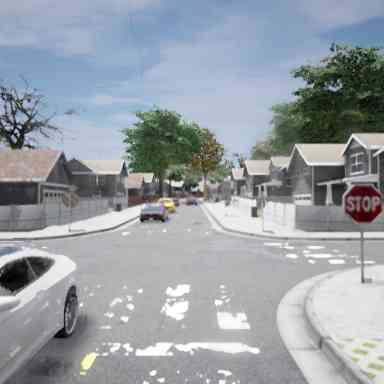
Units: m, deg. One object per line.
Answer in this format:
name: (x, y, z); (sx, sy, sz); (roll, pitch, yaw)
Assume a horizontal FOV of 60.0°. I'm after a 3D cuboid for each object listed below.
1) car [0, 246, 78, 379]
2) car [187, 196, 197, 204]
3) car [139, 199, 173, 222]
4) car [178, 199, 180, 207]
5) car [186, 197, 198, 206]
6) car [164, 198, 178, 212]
car: (-2.752, 1.442, 3.845); (1.812, 1.442, 4.674); (0, 0, 0)
car: (-0.070, 1.566, 65.616); (1.895, 1.301, 4.718); (0, 0, 0)
car: (-2.869, 1.527, 26.107); (2.033, 1.411, 5.357); (0, 0, 0)
car: (-2.884, 1.529, 49.689); (1.994, 1.385, 4.181); (0, 0, 0)
car: (-0.059, 1.513, 55.163); (2.033, 1.411, 5.357); (0, 0, 0)
car: (-2.881, 1.451, 36.094); (1.882, 1.535, 5.008); (0, 0, 0)
